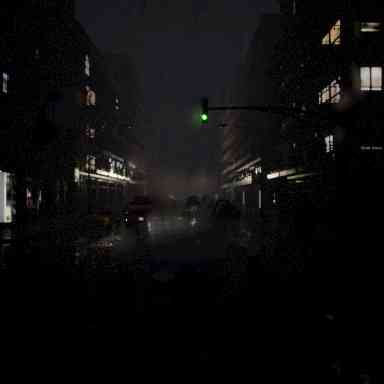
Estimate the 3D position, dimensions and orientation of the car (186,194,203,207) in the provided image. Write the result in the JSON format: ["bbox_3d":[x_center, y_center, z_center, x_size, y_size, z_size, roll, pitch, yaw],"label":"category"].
[{"bbox_3d":[0.210,1.365,52.811,2.097,1.767,4.553,0,0,0],"label":"car"}]

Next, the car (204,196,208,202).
[{"bbox_3d":[2.868,1.592,43.140,1.802,1.307,4.206,1,0,0],"label":"car"}]

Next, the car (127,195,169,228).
[{"bbox_3d":[-2.996,1.226,22.306,2.150,2.045,5.566,0,0,0],"label":"car"}]

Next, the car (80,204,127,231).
[{"bbox_3d":[-5.600,1.529,20.923,1.752,1.417,4.829,1,0,0],"label":"car"}]

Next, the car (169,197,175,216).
[{"bbox_3d":[-2.967,1.510,32.251,1.837,1.490,4.892,0,0,0],"label":"car"}]

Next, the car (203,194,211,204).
[{"bbox_3d":[2.959,1.334,65.234,2.192,1.841,5.009,1,0,0],"label":"car"}]

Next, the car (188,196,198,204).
[{"bbox_3d":[0.249,1.522,62.846,1.837,1.490,4.892,0,0,0],"label":"car"}]

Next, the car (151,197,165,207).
[{"bbox_3d":[-5.469,1.539,54.064,1.752,1.417,4.829,1,0,0],"label":"car"}]

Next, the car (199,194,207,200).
[{"bbox_3d":[3.067,1.474,92.851,1.967,1.590,4.097,1,0,0],"label":"car"}]

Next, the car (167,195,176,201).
[{"bbox_3d":[-5.337,1.581,87.374,2.008,1.369,4.403,1,0,0],"label":"car"}]

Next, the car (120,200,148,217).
[{"bbox_3d":[-5.556,1.551,32.140,1.887,1.381,4.507,1,0,0],"label":"car"}]

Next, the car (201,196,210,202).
[{"bbox_3d":[3.000,1.590,76.280,1.947,1.339,4.313,1,0,0],"label":"car"}]

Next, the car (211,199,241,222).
[{"bbox_3d":[2.803,1.550,26.569,1.887,1.381,4.507,1,0,0],"label":"car"}]

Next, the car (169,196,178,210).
[{"bbox_3d":[-2.919,1.536,42.715,1.812,1.442,4.674,0,0,1],"label":"car"}]

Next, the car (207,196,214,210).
[{"bbox_3d":[2.826,1.447,32.093,1.967,1.590,4.097,1,0,0],"label":"car"}]

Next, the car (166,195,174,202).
[{"bbox_3d":[-5.359,1.552,81.680,1.752,1.417,4.829,1,0,0],"label":"car"}]
